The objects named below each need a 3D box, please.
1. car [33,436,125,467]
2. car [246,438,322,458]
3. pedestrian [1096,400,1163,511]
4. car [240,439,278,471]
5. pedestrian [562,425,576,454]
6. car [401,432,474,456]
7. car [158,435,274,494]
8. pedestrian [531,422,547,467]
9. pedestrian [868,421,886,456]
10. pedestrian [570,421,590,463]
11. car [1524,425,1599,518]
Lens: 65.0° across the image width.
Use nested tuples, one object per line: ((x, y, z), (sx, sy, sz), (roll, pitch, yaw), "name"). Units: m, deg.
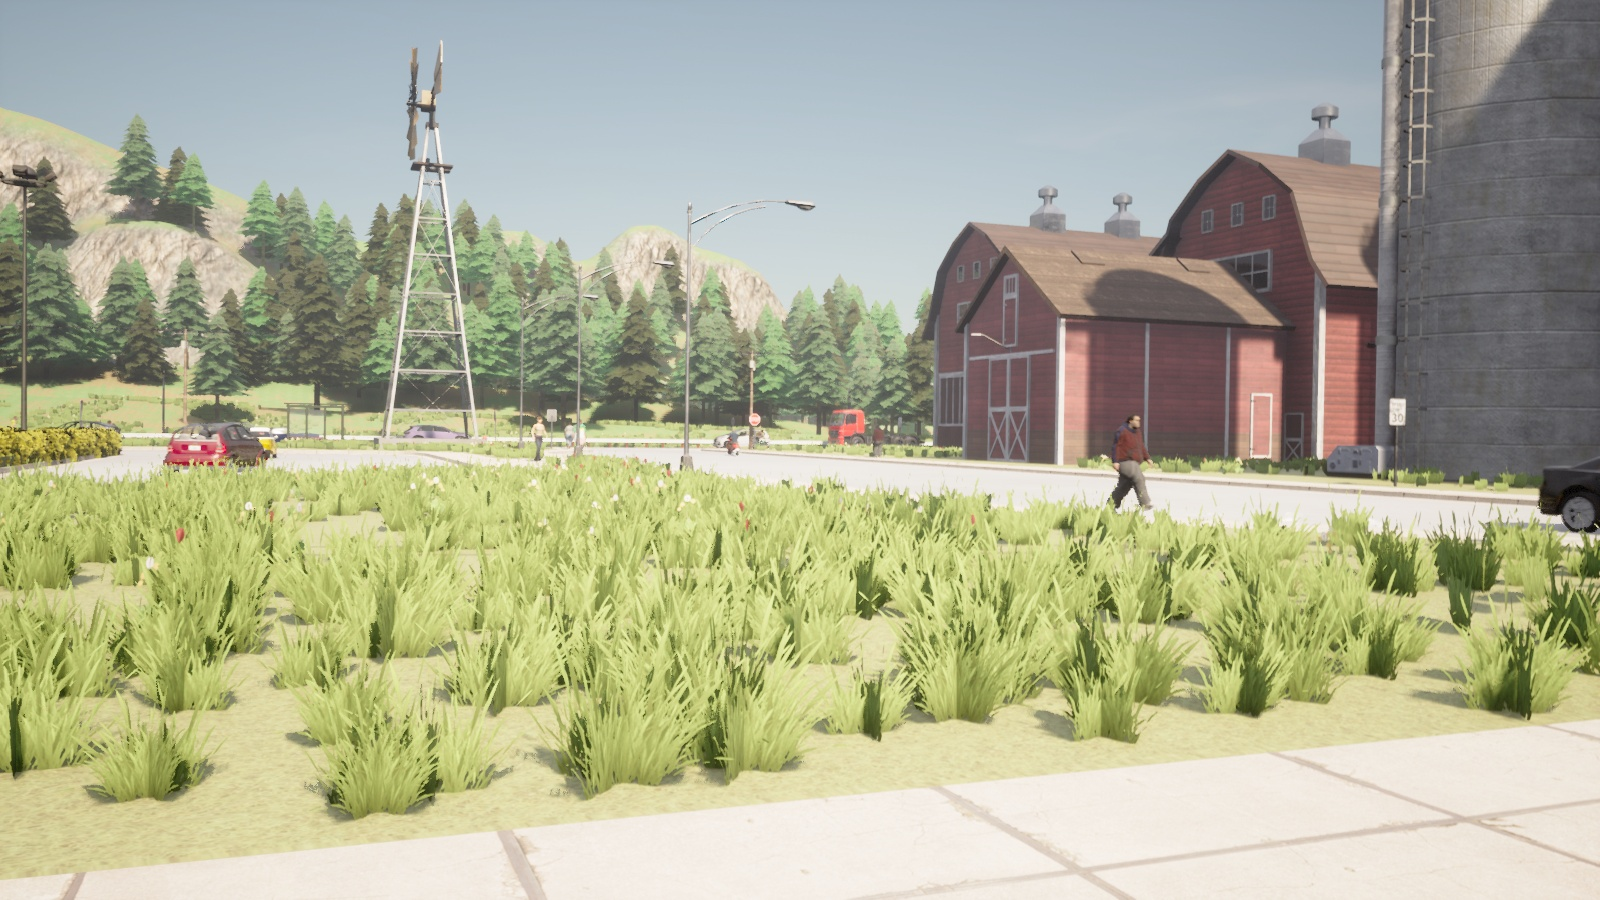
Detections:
((-37.373, 0.085, 65.144), (3.705, 1.549, 1.789), (-1, 1, -8), "car")
((-35.537, -0.136, 86.605), (4.718, 1.301, 1.895), (-1, 1, -21), "car")
((5.636, 0.081, 21.473), (0.634, 1.844, 0.899), (-1, 1, -43), "pedestrian")
((-23.942, 0.198, 55.643), (1.481, 1.376, 2.207), (-1, 1, -22), "car")
((-15.053, -0.675, 81.889), (0.874, 1.855, 0.900), (-1, 1, -12), "pedestrian")
((-26.072, -0.438, 90.221), (4.856, 1.649, 2.033), (-1, 1, -21), "car")
((-16.303, 0.371, 35.263), (1.789, 1.549, 3.705), (0, 1, -5), "car")
((-10.609, -0.233, 51.034), (0.345, 1.836, 0.594), (-1, 1, -42), "pedestrian")
((4.173, -0.619, 68.066), (0.634, 1.844, 0.899), (-1, 1, -24), "pedestrian")
((-10.405, -0.368, 59.364), (0.659, 1.952, 0.873), (-1, 1, -26), "pedestrian")
((14.527, 0.353, 20.092), (1.882, 1.535, 5.008), (-1, 1, -22), "car")
